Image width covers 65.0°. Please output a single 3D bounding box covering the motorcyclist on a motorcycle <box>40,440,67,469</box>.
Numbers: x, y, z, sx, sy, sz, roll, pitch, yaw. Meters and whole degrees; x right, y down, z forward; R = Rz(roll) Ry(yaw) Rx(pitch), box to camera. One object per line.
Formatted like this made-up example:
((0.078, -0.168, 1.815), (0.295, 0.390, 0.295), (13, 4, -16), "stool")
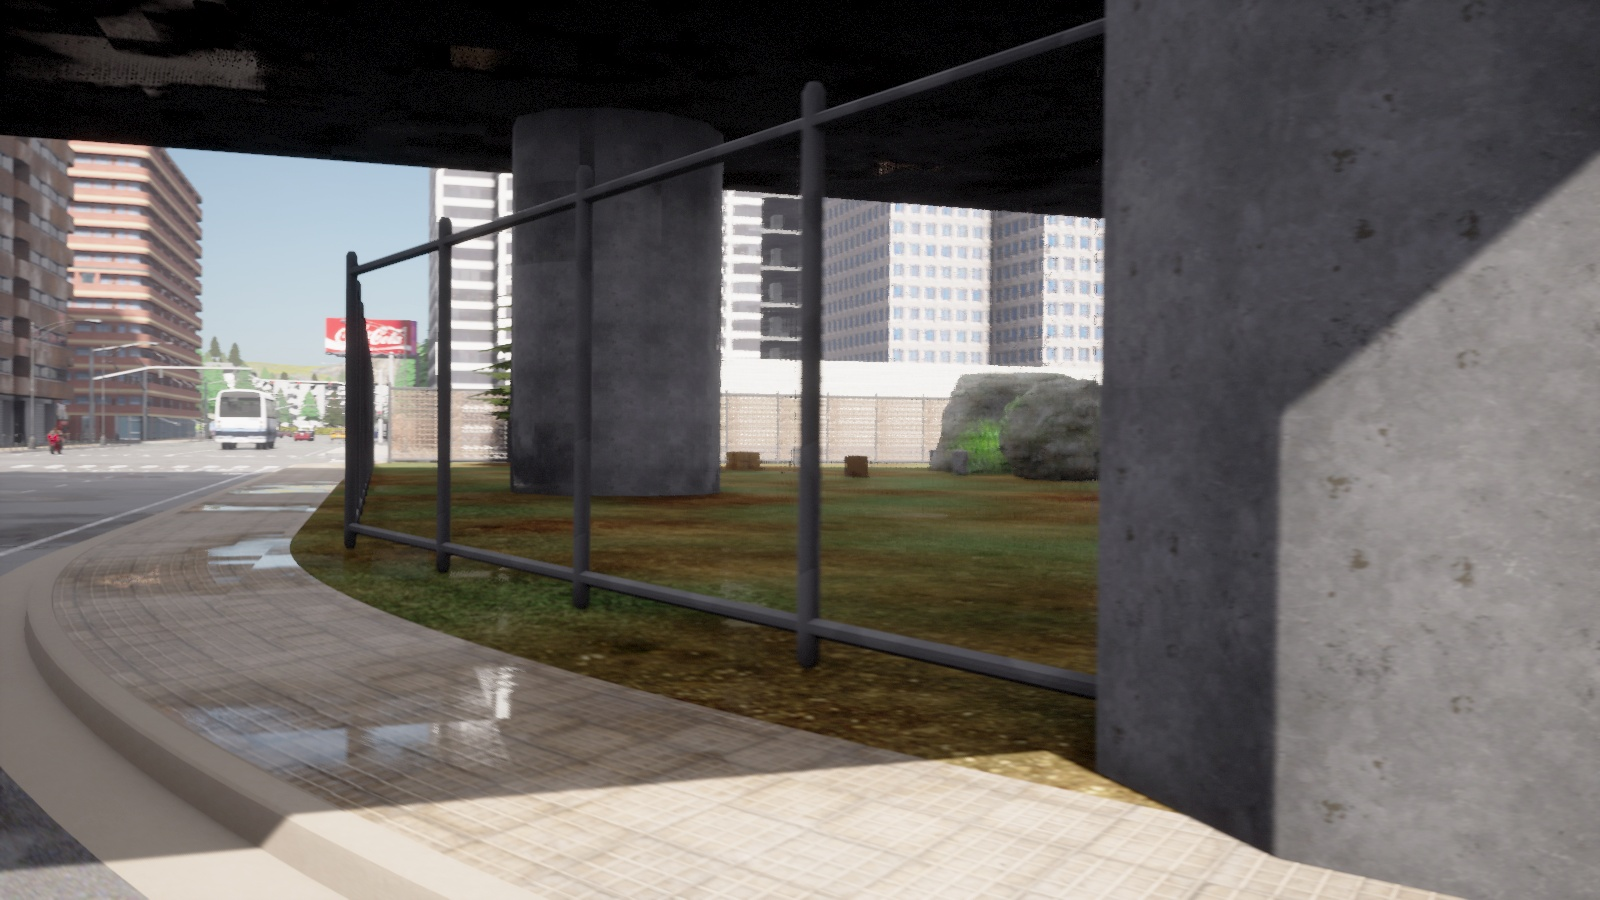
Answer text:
((-39.368, 0.215, 66.226), (0.797, 1.523, 2.044), (-1, 1, -18), "motorcyclist on a motorcycle")
